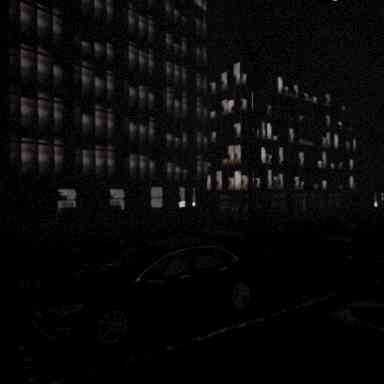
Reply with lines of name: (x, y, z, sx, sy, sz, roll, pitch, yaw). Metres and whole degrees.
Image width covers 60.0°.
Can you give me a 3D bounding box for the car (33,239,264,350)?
car: (-0.547, 1.606, 6.220, 4.403, 1.369, 2.008, 1, -2, -37)
